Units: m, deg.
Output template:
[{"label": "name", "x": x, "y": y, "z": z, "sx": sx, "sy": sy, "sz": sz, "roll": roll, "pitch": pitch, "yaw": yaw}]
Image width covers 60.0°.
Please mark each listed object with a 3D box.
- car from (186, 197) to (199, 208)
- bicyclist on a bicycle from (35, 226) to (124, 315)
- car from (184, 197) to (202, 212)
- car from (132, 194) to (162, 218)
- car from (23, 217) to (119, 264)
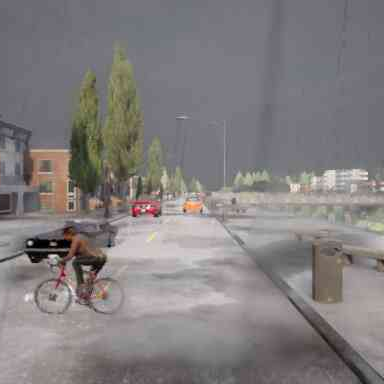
[{"label": "car", "x": 0.110, "y": 1.525, "z": 48.185, "sx": 1.812, "sy": 1.442, "sz": 4.674, "roll": 0, "pitch": 0, "yaw": 0}, {"label": "bicyclist on a bicycle", "x": -2.059, "y": 1.451, "z": 6.076, "sx": 1.656, "sy": 1.620, "sz": 0.582, "roll": -1, "pitch": 0, "yaw": 0}, {"label": "car", "x": 0.115, "y": 1.353, "z": 38.289, "sx": 2.097, "sy": 1.767, "sz": 4.553, "roll": 0, "pitch": 0, "yaw": 0}, {"label": "car", "x": -4.022, "y": 1.225, "z": 30.430, "sx": 2.150, "sy": 2.045, "sz": 5.566, "roll": 0, "pitch": 0, "yaw": 1}, {"label": "car", "x": -4.083, "y": 1.601, "z": 12.025, "sx": 1.895, "sy": 1.301, "sz": 4.718, "roll": 0, "pitch": 0, "yaw": 0}]
